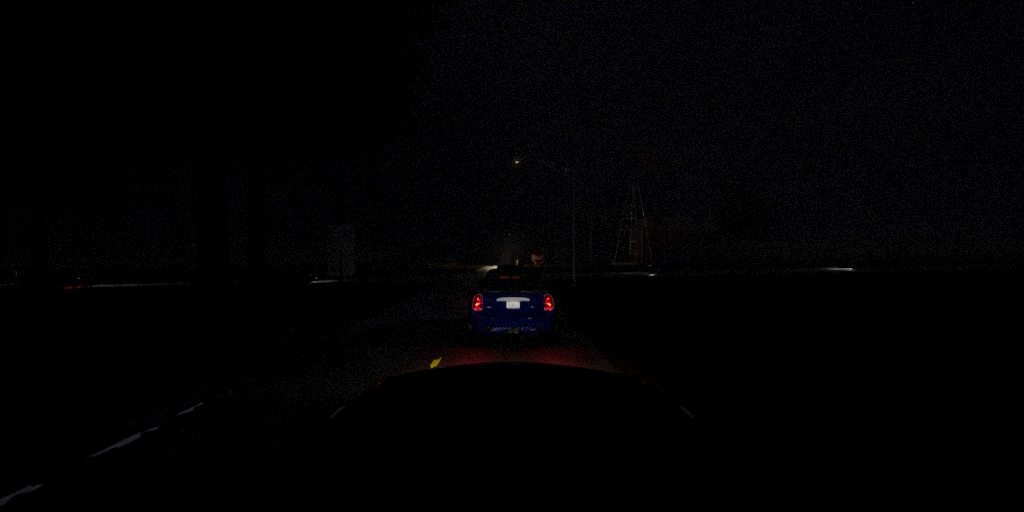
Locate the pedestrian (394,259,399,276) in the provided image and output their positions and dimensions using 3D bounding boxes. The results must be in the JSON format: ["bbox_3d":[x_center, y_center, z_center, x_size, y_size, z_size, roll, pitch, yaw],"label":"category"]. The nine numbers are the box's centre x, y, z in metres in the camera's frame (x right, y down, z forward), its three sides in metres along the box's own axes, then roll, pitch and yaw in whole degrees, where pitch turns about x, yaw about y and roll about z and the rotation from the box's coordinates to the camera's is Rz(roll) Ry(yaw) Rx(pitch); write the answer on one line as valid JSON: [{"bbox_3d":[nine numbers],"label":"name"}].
[{"bbox_3d":[-12.616,1.217,39.087,0.375,1.860,0.375,0,2,0],"label":"pedestrian"}]

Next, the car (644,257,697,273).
[{"bbox_3d":[15.977,0.876,36.270,5.008,1.535,1.882,-1,1,0],"label":"car"}]

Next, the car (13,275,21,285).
[{"bbox_3d":[-46.498,2.064,35.744,4.892,1.490,1.837,-1,1,2],"label":"car"}]

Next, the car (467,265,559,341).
[{"bbox_3d":[0.003,1.095,10.001,2.097,1.767,4.553,0,0,-1],"label":"car"}]

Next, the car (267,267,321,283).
[{"bbox_3d":[-20.712,1.698,33.059,5.357,1.411,2.033,-1,1,-1],"label":"car"}]

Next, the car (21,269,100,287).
[{"bbox_3d":[-40.931,2.003,32.925,4.902,1.511,2.128,-1,1,0],"label":"car"}]

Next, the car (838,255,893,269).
[{"bbox_3d":[35.835,0.558,36.409,4.181,1.385,1.994,-1,1,0],"label":"car"}]
